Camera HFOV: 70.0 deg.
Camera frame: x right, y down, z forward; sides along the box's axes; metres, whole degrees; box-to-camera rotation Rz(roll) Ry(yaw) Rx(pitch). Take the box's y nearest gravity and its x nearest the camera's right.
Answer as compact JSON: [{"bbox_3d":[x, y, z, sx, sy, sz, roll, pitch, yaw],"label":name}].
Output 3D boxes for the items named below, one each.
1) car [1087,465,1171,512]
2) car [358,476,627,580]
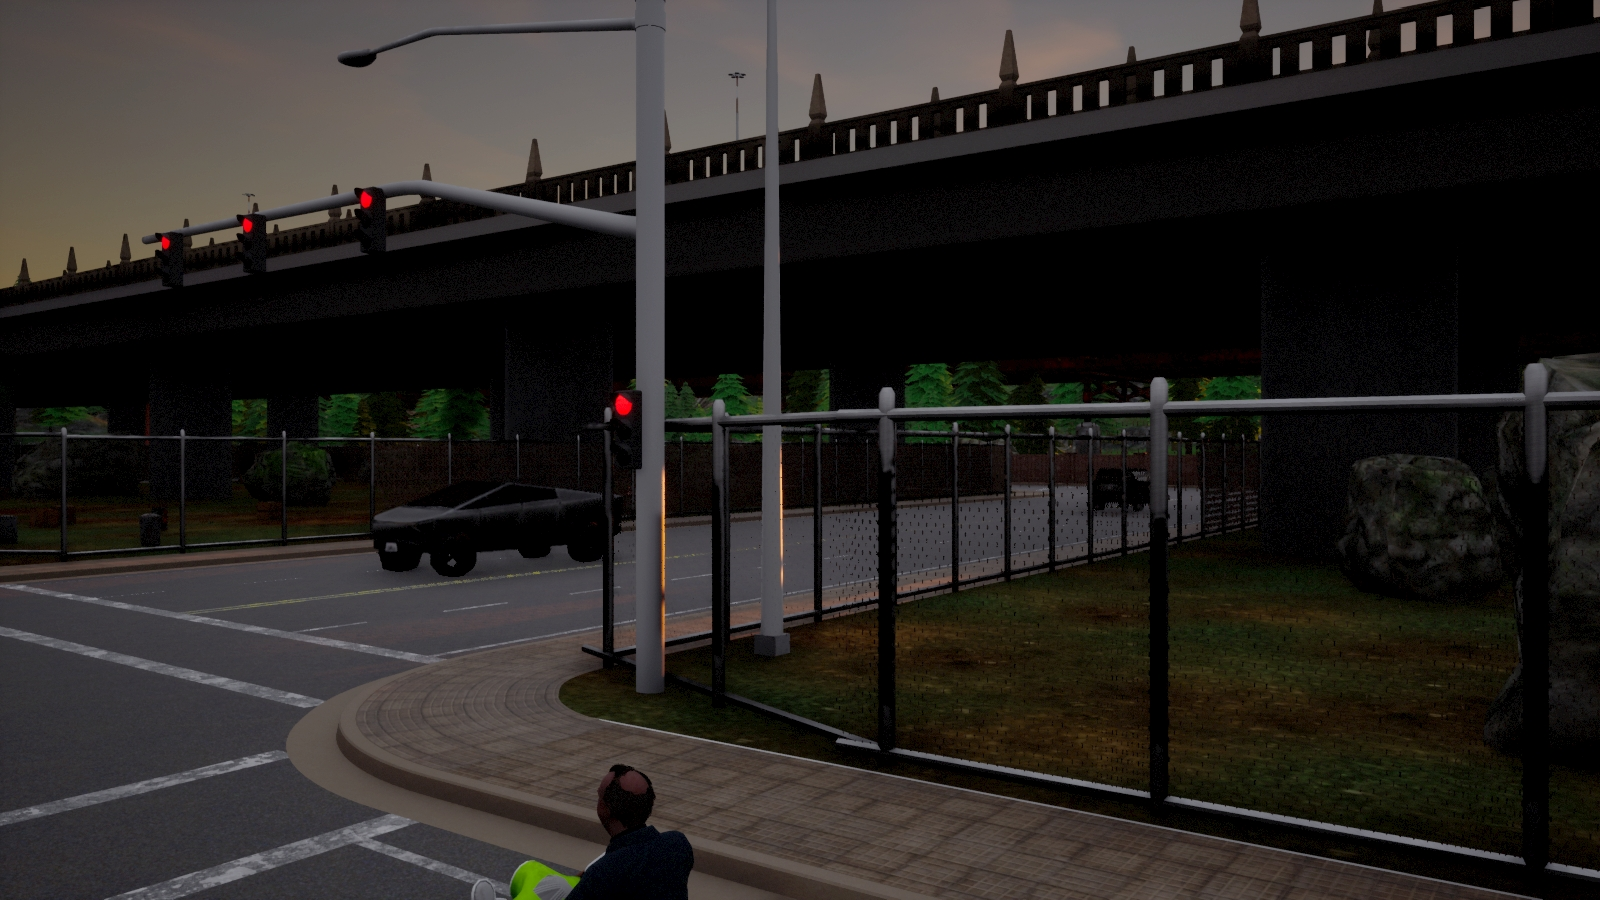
[{"bbox_3d":[15.719,1.779,54.396,2.150,2.045,5.566,0,0,35],"label":"car"},{"bbox_3d":[-7.288,1.754,27.915,2.390,2.098,6.274,0,0,35],"label":"car"}]
